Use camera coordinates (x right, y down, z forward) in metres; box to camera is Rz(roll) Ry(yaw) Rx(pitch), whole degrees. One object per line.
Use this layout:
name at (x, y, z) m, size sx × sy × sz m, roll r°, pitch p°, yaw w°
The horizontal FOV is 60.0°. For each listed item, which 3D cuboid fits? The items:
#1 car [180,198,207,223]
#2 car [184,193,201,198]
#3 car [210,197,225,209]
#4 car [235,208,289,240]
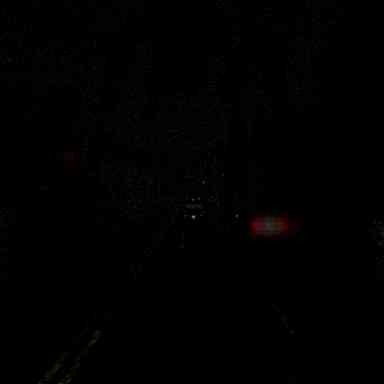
car at (0.104, 1.464, 24.519) m, size 1.812 × 1.442 × 4.674 m, roll 0°, pitch 0°, yaw 0°
car at (0.110, 1.124, 46.602) m, size 2.150 × 2.045 × 5.566 m, roll 0°, pitch 0°, yaw 0°
car at (3.358, 1.393, 44.486) m, size 2.128 × 1.511 × 4.902 m, roll 0°, pitch 0°, yaw 0°
car at (3.351, 1.516, 16.849) m, size 2.033 × 1.411 × 5.357 m, roll 0°, pitch 0°, yaw 0°
